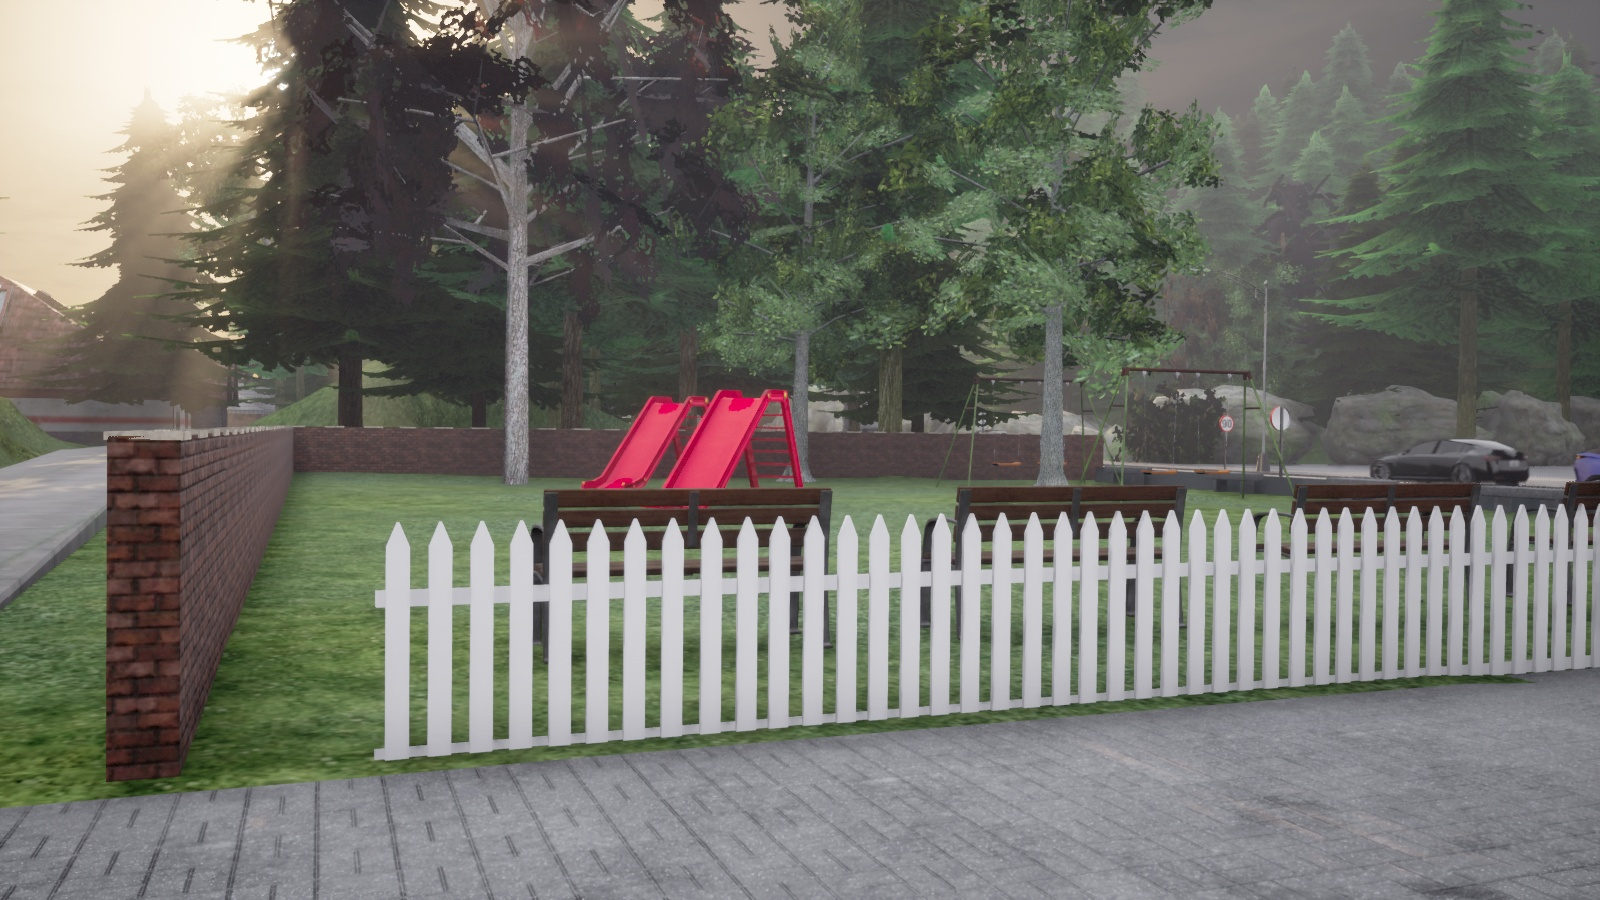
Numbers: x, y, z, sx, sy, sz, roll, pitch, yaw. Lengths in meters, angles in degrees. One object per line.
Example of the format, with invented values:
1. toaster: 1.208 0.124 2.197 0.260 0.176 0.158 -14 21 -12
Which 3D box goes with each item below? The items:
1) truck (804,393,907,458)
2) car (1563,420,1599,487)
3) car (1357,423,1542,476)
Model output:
1. truck: 2.994 -1.369 70.875 2.891 3.462 7.936 -1 1 -21
2. car: 19.539 0.086 27.552 2.007 1.525 4.514 -1 1 -21
3. car: 19.696 -0.039 38.349 2.163 1.488 4.792 -1 1 -21
